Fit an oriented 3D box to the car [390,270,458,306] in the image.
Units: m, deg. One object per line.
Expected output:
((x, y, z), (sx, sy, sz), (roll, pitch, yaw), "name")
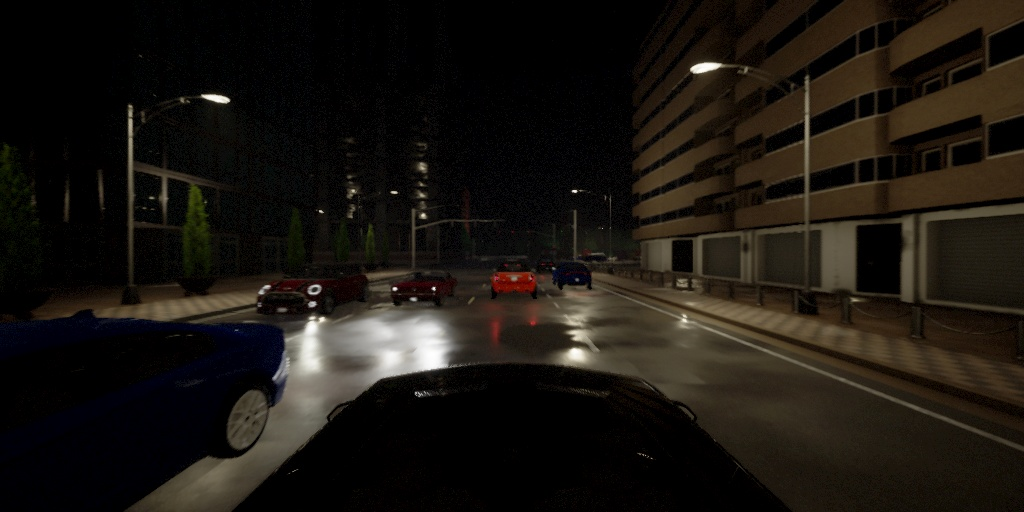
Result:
((-3.584, 1.275, 15.336), (1.895, 1.301, 4.718), (0, 0, 0), "car")

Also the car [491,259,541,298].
((0.090, 1.007, 17.876), (2.097, 1.767, 4.553), (0, 0, 0), "car")

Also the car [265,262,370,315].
((-7.009, 1.040, 13.177), (2.097, 1.767, 4.553), (0, 1, 0), "car")

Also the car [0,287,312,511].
((-3.600, 1.229, 2.197), (1.882, 1.535, 5.008), (0, 0, 0), "car")

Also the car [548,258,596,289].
((3.548, 1.105, 21.901), (1.882, 1.535, 5.008), (0, 1, 0), "car")

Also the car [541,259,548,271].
((3.482, 1.024, 38.036), (2.128, 1.511, 4.902), (0, 0, -1), "car")
